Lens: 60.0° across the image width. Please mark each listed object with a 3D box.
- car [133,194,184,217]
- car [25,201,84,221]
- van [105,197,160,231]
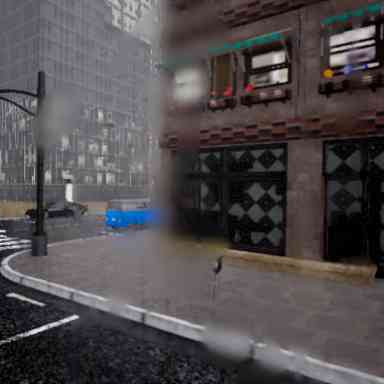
[{"bbox_3d":[-2.947,1.154,30.405,2.097,1.767,4.553,1,1,35],"label":"car"},{"bbox_3d":[-10.115,1.331,24.797,1.947,1.339,4.313,2,1,35],"label":"car"},{"bbox_3d":[-3.280,1.282,19.942,1.690,1.788,3.998,2,1,35],"label":"van"}]
